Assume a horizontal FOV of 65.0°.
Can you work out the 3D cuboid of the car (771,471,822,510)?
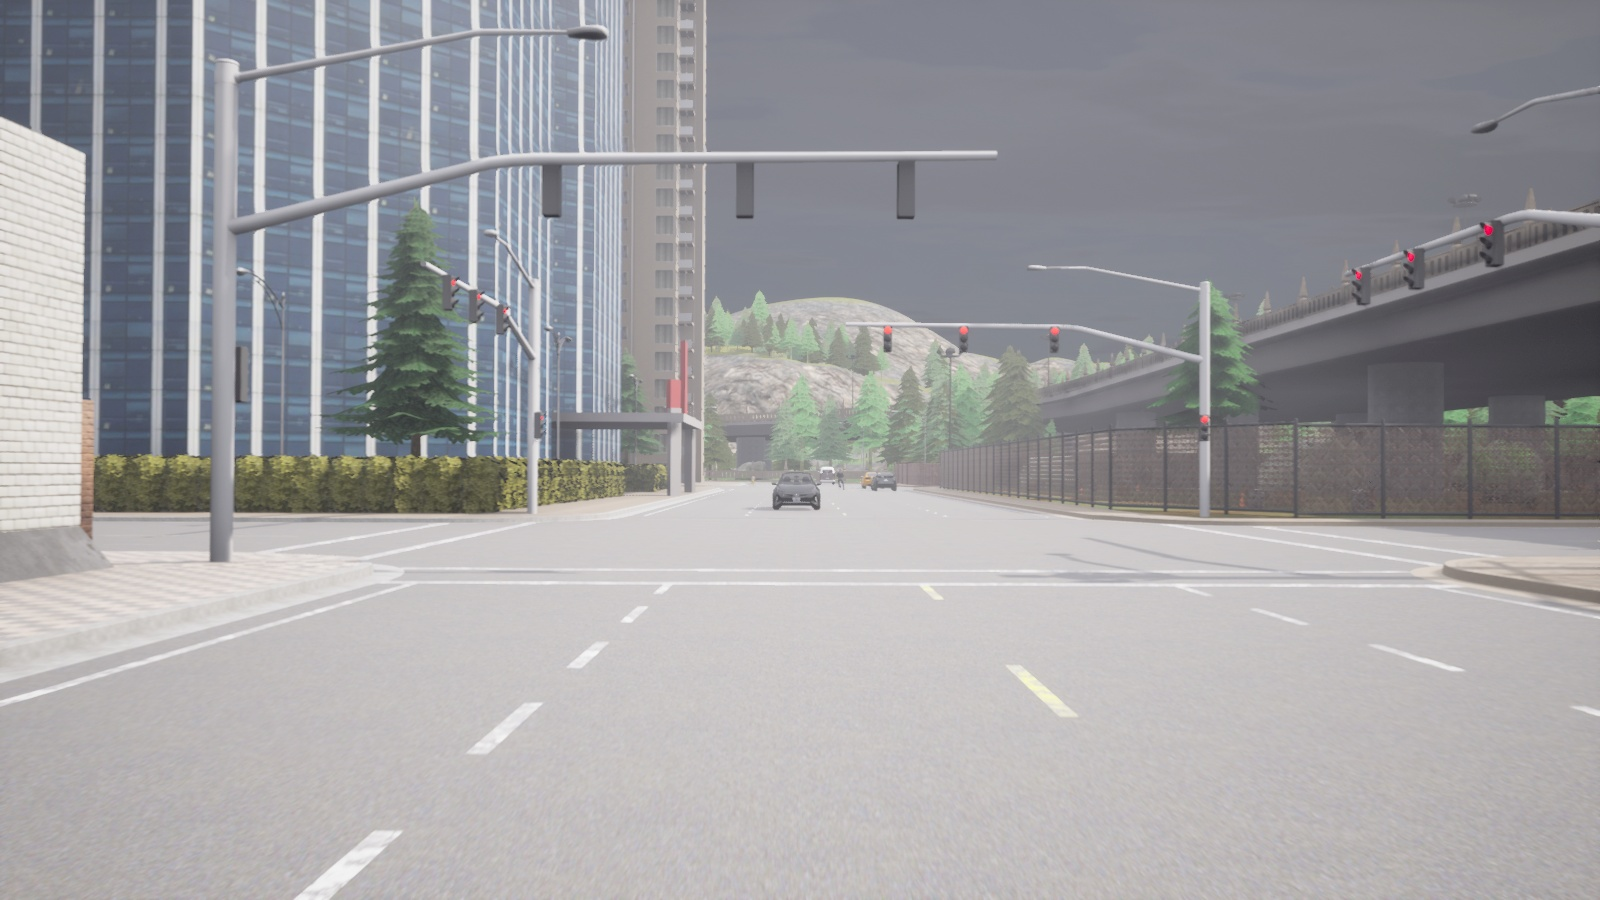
[{"bbox_3d":[-0.127,1.629,51.785,2.007,1.525,4.514,0,-1,0],"label":"car"}]
